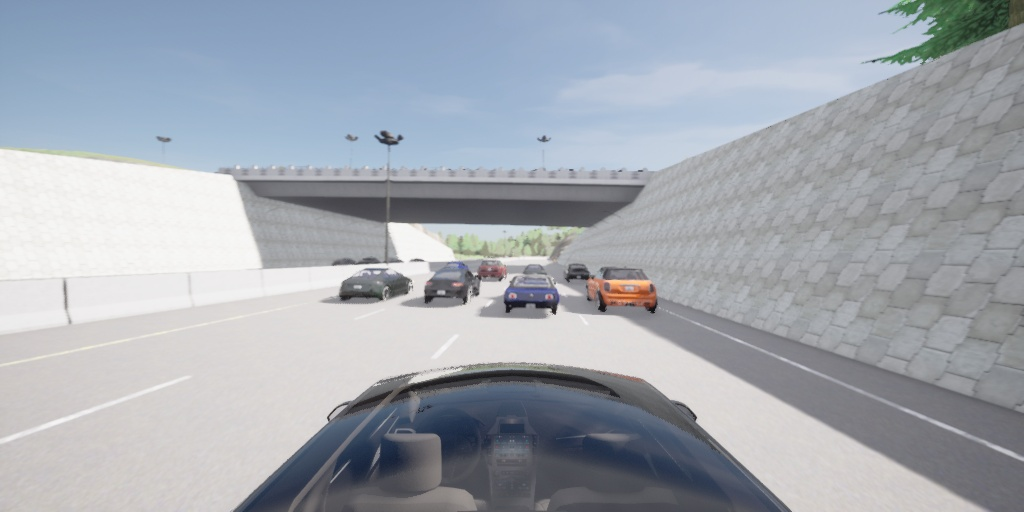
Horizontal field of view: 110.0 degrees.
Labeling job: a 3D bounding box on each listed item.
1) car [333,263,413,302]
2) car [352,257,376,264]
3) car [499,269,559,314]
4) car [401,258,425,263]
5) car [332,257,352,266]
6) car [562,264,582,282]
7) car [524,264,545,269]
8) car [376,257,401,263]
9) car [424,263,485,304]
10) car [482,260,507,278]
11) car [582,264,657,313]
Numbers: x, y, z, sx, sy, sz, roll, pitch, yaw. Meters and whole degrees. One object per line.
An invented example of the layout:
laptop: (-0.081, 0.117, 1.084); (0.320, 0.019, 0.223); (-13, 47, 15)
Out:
car: (-6.056, 1.216, 16.408); (1.994, 1.385, 4.181); (1, 0, 4)
car: (-21.260, 0.911, 53.382); (1.837, 1.490, 4.892); (1, 0, 4)
car: (0.791, 1.379, 14.077); (1.895, 1.301, 4.718); (1, 0, 4)
car: (-14.256, 1.043, 53.284); (1.837, 1.490, 4.892); (1, 0, 4)
car: (-24.776, 0.904, 53.166); (1.994, 1.385, 4.181); (1, 0, 4)
car: (5.392, 1.388, 30.331); (1.837, 1.490, 4.892); (1, 0, 4)
car: (1.941, 1.381, 31.157); (1.994, 1.385, 4.181); (1, 0, 4)
car: (-17.744, 0.964, 53.566); (2.128, 1.511, 4.902); (1, 0, 4)
car: (-2.572, 1.243, 16.082); (1.812, 1.442, 4.674); (1, 0, 4)
car: (-1.617, 1.101, 30.405); (2.097, 1.767, 4.553); (1, 0, 4)
car: (4.368, 1.197, 14.964); (2.097, 1.767, 4.553); (1, 0, 4)
